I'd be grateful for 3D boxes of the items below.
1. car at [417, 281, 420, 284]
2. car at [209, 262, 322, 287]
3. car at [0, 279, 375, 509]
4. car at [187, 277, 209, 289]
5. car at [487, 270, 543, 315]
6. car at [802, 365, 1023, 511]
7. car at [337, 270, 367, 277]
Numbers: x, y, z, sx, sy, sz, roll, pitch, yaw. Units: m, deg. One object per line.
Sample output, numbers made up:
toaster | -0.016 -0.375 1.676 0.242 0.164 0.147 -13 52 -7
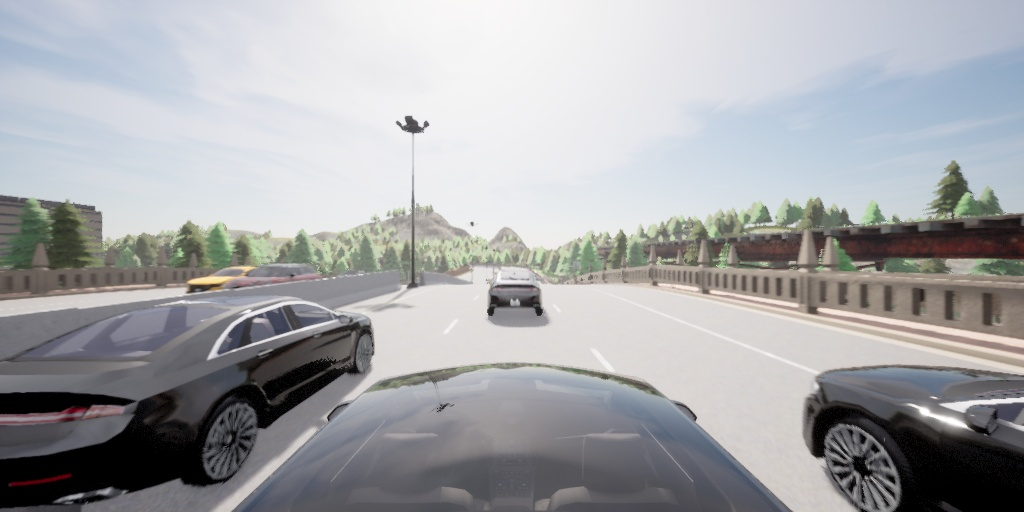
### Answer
car | -14.047 4.470 58.098 1.994 1.385 4.181 0 -6 1
car | -10.599 1.150 16.196 2.097 1.767 4.553 0 0 0
car | -3.400 1.252 4.603 2.128 1.511 4.902 0 0 0
car | -14.099 1.298 18.617 1.882 1.535 5.008 0 -1 0
car | 0.099 1.281 13.724 2.128 1.511 4.902 0 0 0
car | 3.600 1.241 1.310 2.128 1.511 4.902 0 0 0
car | -17.586 2.302 39.800 2.097 1.767 4.553 0 -5 0
